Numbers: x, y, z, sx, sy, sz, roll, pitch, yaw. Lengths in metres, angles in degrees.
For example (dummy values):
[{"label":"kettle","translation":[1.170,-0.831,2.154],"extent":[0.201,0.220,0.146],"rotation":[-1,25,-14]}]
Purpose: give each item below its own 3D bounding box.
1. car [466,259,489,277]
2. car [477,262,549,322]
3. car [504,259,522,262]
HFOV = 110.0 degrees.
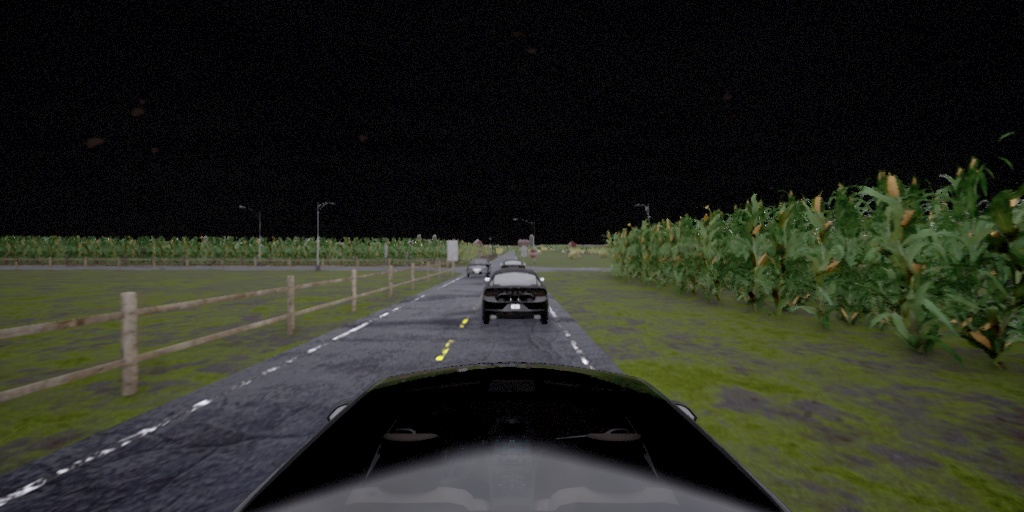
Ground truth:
[{"label":"car","translation":[-2.783,0.979,30.835],"extent":[2.128,1.511,4.902],"rotation":[0,1,0]},{"label":"car","translation":[0.090,1.138,11.822],"extent":[1.882,1.535,5.008],"rotation":[0,1,0]},{"label":"car","translation":[0.073,0.985,27.928],"extent":[1.882,1.535,5.008],"rotation":[0,0,0]}]
